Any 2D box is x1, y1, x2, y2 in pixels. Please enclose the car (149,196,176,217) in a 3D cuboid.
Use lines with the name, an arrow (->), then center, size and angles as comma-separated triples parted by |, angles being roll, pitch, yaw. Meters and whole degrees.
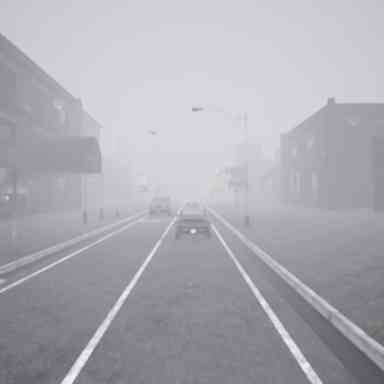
car -> -3.176, 1.439, 34.918 | 2.150, 2.045, 5.566 | 0, 0, 0

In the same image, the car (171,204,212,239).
car -> 0.057, 1.637, 18.352 | 1.837, 1.490, 4.892 | 0, 0, 0

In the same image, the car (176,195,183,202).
car -> -3.173, 1.535, 77.515 | 2.097, 1.767, 4.553 | 0, -1, 0

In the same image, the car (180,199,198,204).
car -> 0.012, 1.751, 36.718 | 2.033, 1.411, 5.357 | 0, 0, 0
